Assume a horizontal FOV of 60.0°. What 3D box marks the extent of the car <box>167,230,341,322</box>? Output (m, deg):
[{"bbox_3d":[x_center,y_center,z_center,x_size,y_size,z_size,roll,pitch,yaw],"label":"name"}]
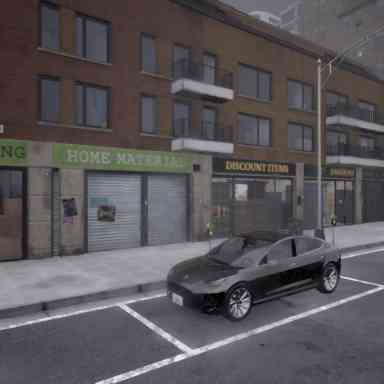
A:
[{"bbox_3d":[1.517,1.566,7.257,4.313,1.339,1.947,0,0,-35],"label":"car"}]
